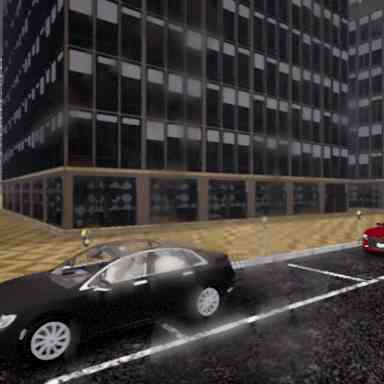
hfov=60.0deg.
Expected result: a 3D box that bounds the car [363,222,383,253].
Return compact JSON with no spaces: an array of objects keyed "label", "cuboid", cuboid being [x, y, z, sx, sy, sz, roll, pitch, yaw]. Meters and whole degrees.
[{"label":"car","cuboid":[8.074,1.517,12.312,4.507,1.381,1.887,0,0,-35]}]

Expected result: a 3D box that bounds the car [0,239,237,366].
[{"label":"car","cuboid":[-1.196,1.546,5.703,4.403,1.369,2.008,0,0,-35]}]
